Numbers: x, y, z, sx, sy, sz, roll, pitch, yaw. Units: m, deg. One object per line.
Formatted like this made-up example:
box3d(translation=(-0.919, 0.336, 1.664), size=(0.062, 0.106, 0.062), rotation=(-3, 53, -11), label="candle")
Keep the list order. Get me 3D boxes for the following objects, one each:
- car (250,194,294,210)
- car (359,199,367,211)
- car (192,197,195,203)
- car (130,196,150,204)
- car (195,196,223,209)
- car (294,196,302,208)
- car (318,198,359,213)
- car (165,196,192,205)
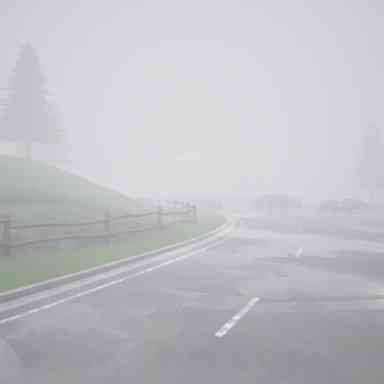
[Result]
box3d(translation=(10.365, 1.216, 43.498), size=(2.150, 2.045, 5.566), rotation=(0, 0, -21), label="car")
box3d(translation=(18.607, 1.498, 39.471), size=(1.837, 1.490, 4.892), rotation=(0, 0, -10), label="car")
box3d(translation=(1.308, 1.487, 59.027), size=(2.128, 1.511, 4.902), rotation=(0, 0, -41), label="car")
box3d(translation=(-9.396, 1.488, 60.612), size=(2.128, 1.511, 4.902), rotation=(0, 0, -43), label="car")
box3d(translation=(2.486, 1.522, 44.218), size=(1.812, 1.442, 4.674), rotation=(0, 0, -23), label="car")
box3d(translation=(13.074, 1.346, 46.135), size=(2.097, 1.767, 4.553), rotation=(0, 0, -20), label="car")
box3d(translation=(15.621, 1.520, 36.281), size=(1.812, 1.442, 4.674), rotation=(0, 0, -8), label="car")
box3d(translation=(-2.745, 1.473, 58.453), size=(1.882, 1.535, 5.008), rotation=(0, 0, -42), label="car")
